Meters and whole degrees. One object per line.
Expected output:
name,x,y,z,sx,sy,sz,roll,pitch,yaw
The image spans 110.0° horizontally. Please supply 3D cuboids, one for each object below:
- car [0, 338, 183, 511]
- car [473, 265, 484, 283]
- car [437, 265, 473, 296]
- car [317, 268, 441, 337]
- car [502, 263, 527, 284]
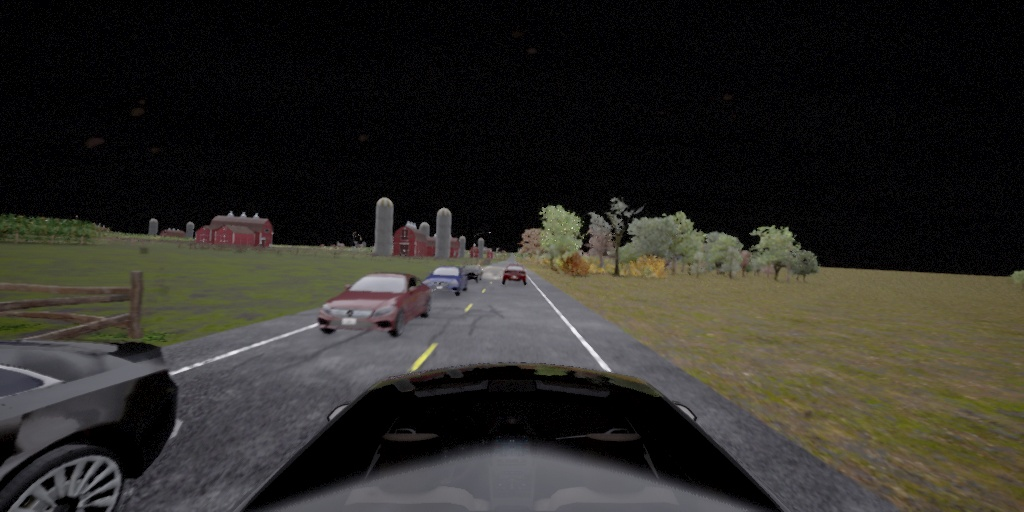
car,-3.568,1.077,0.767,2.128,1.511,4.902,3,0,1
car,-3.454,1.433,29.555,1.895,1.301,4.718,3,0,1
car,-3.503,1.273,19.709,1.812,1.442,4.674,3,0,0
car,-3.531,1.192,10.165,1.812,1.442,4.674,3,0,0
car,0.207,1.475,30.198,1.882,1.535,5.008,3,0,0
